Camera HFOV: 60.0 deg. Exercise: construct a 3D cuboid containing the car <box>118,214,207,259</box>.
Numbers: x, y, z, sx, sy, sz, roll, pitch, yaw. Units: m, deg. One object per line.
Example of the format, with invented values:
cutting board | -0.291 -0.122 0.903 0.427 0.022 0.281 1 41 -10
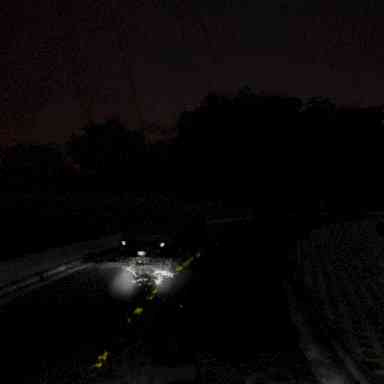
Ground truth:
car | -0.833 1.578 13.127 2.033 1.411 5.357 0 0 18
